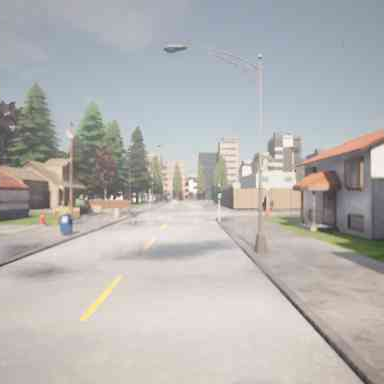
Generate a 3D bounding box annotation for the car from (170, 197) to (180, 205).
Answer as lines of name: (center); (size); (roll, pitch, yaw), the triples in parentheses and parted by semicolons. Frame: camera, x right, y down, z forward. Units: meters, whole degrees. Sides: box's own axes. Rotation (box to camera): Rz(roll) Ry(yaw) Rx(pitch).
car: (-4.042, 2.187, 78.745); (2.150, 2.045, 5.566); (0, -1, 0)
